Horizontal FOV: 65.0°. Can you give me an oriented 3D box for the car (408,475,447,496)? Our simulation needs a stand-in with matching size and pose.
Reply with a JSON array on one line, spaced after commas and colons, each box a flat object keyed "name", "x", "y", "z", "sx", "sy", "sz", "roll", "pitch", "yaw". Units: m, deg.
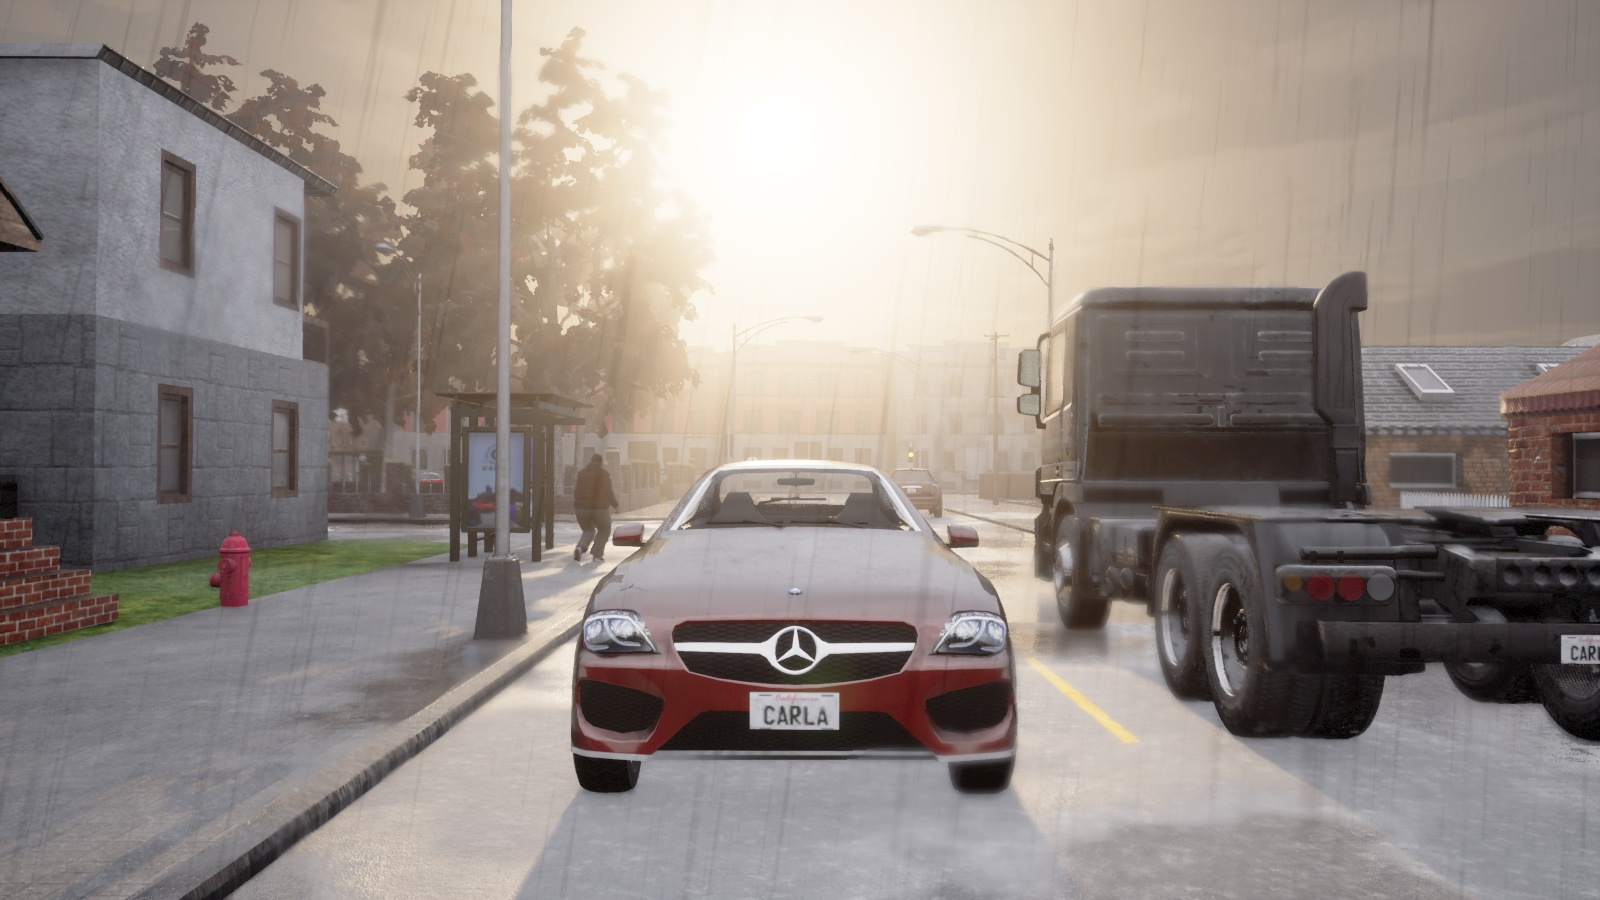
[{"name": "car", "x": -25.150, "y": 2.390, "z": 84.788, "sx": 2.207, "sy": 1.376, "sz": 1.481, "roll": 0, "pitch": -1, "yaw": 0}]

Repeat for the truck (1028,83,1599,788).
[{"name": "truck", "x": 3.956, "y": -0.013, "z": 10.135, "sx": 2.891, "sy": 3.462, "sz": 7.936, "roll": 0, "pitch": -1, "yaw": 1}]

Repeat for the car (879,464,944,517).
[{"name": "car", "x": 3.885, "y": 1.404, "z": 44.587, "sx": 2.097, "sy": 1.767, "sz": 4.553, "roll": 0, "pitch": -1, "yaw": 3}]

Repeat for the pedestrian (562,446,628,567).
[{"name": "pedestrian", "x": -3.201, "y": 0.866, "z": 19.646, "sx": 0.634, "sy": 1.844, "sz": 0.899, "roll": -1, "pitch": -1, "yaw": 22}]

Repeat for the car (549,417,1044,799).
[{"name": "car", "x": -0.022, "y": 0.727, "z": 7.979, "sx": 2.152, "sy": 1.651, "sz": 5.027, "roll": 0, "pitch": -1, "yaw": 0}]
